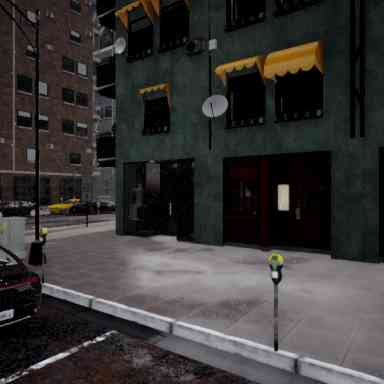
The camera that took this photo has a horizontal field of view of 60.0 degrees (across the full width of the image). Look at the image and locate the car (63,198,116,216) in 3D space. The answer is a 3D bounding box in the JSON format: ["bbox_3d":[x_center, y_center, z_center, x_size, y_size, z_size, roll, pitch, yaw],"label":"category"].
[{"bbox_3d":[-8.664,1.284,29.308,1.994,1.385,4.181,0,1,35],"label":"car"}]

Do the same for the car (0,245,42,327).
[{"bbox_3d":[-4.487,1.551,6.065,4.403,1.369,2.008,0,0,35],"label":"car"}]

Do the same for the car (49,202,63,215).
[{"bbox_3d":[-10.982,1.249,30.495,1.752,1.417,4.829,1,1,35],"label":"car"}]

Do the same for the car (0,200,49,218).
[{"bbox_3d":[-14.067,1.350,26.067,2.008,1.369,4.403,1,1,35],"label":"car"}]
